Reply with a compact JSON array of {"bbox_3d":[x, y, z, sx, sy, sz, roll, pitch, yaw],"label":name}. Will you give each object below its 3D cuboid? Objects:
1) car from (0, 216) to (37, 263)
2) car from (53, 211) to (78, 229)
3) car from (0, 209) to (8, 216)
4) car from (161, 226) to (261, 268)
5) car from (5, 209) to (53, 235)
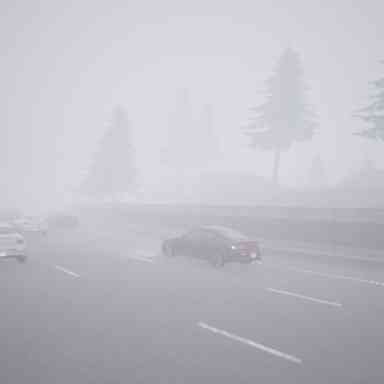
[{"bbox_3d":[-7.757,1.861,12.793,1.812,1.442,4.674,4,-3,-41],"label":"car"},{"bbox_3d":[-11.501,2.408,29.296,1.882,1.535,5.008,3,-3,-34],"label":"car"},{"bbox_3d":[-20.351,2.550,37.102,2.033,1.411,5.357,3,-3,-29],"label":"car"},{"bbox_3d":[0.676,2.152,13.786,1.812,1.442,4.674,4,-3,-43],"label":"car"},{"bbox_3d":[-11.430,2.195,23.140,1.812,1.442,4.674,3,-3,-37],"label":"car"}]
